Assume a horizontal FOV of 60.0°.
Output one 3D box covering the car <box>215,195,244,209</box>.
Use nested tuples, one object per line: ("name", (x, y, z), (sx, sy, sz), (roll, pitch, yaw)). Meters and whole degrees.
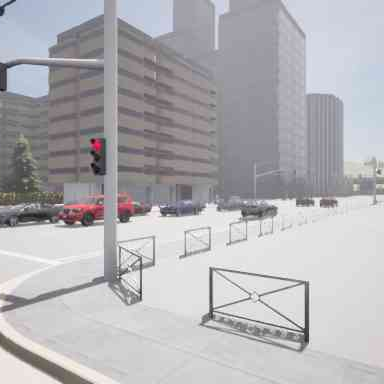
("car", (5.382, 1.352, 46.932), (2.097, 1.767, 4.553), (0, 0, 35))

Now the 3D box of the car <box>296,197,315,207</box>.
("car", (17.946, 1.478, 52.544), (1.882, 1.535, 5.008), (0, 0, 35))

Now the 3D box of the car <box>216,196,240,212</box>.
("car", (4.678, 1.526, 39.785), (1.812, 1.442, 4.674), (0, 0, 35))

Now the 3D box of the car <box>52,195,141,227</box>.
("car", (-6.547, 1.221, 23.516), (2.150, 2.045, 5.566), (0, 0, 35))

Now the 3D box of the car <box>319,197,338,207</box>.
("car", (20.870, 1.478, 50.651), (1.882, 1.535, 5.008), (0, 0, 35))

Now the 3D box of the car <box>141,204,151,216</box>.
("car", (-5.952, 1.601, 30.549), (1.895, 1.301, 4.718), (0, 0, 35))

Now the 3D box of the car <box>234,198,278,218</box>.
("car", (5.946, 1.491, 28.966), (2.128, 1.511, 4.902), (0, 0, 35))

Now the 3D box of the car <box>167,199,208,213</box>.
("car", (-0.408, 1.547, 38.594), (2.033, 1.411, 5.357), (0, 0, 35))

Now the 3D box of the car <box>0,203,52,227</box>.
("car", (-11.209, 1.492, 22.916), (2.128, 1.511, 4.902), (0, 0, 35))

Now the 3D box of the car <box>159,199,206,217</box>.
("car", (-1.005, 1.601, 31.562), (1.895, 1.301, 4.718), (0, 0, 35))
